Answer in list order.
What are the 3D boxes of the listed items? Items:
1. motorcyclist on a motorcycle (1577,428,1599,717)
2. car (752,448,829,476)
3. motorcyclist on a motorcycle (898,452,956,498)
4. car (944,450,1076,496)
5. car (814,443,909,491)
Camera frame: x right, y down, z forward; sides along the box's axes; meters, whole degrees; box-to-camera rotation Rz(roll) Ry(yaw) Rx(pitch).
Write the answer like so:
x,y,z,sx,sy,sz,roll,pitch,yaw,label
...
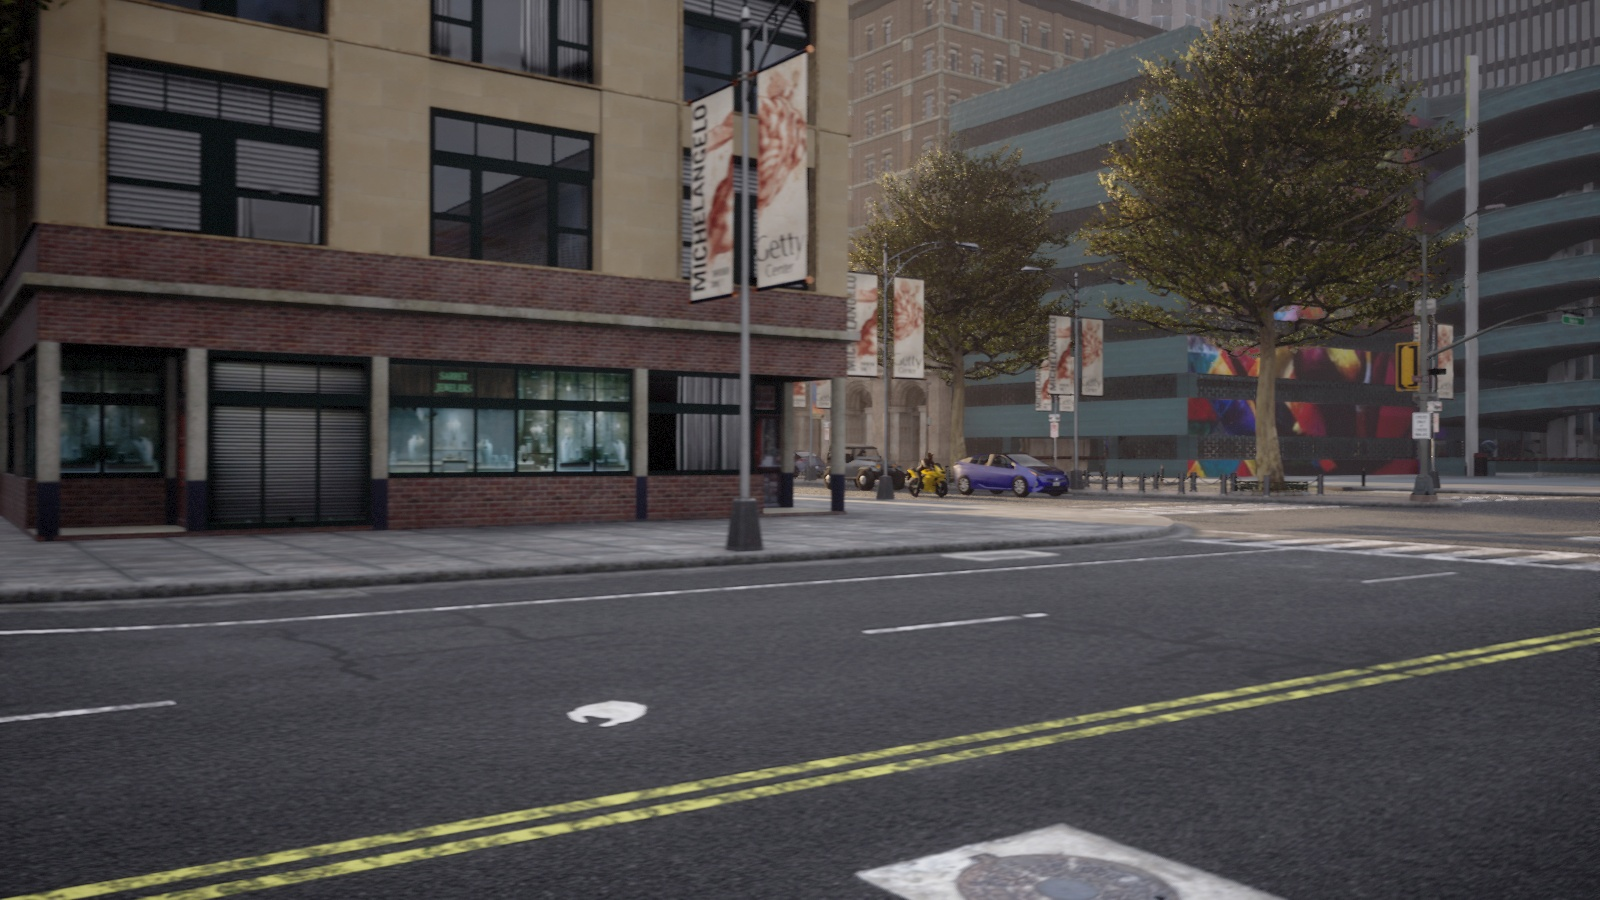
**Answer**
x,y,z,sx,sy,sz,roll,pitch,yaw,label
5.673,0.702,7.608,2.350,1.649,0.766,0,0,-35,motorcyclist on a motorcycle
-0.633,0.710,75.622,2.152,1.651,5.027,0,0,-35,car
4.275,0.822,42.523,0.797,1.523,2.044,0,0,-35,motorcyclist on a motorcycle
7.342,0.785,44.330,2.007,1.525,4.514,0,0,-35,car
2.467,0.661,51.199,1.905,1.878,3.866,0,0,-34,car
